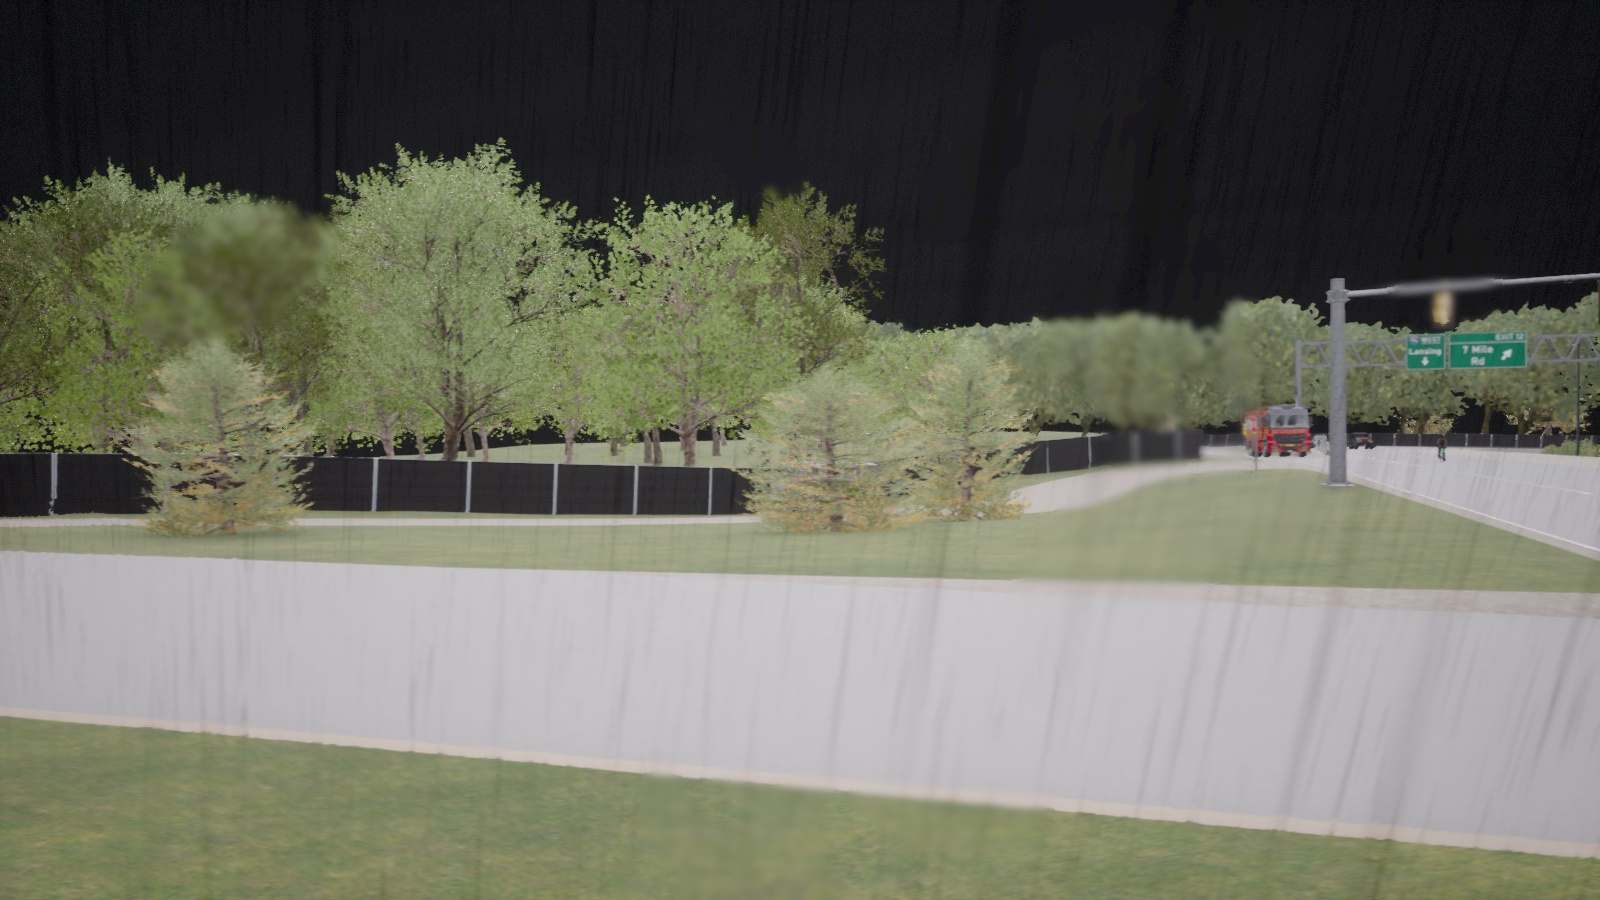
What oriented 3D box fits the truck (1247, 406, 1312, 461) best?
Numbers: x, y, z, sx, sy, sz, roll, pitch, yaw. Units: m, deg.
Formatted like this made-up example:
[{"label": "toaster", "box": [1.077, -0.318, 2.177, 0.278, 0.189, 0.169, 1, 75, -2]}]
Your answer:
[{"label": "truck", "box": [34.919, -1.122, 91.730, 2.891, 3.827, 8.468, 0, 0, 10]}]
